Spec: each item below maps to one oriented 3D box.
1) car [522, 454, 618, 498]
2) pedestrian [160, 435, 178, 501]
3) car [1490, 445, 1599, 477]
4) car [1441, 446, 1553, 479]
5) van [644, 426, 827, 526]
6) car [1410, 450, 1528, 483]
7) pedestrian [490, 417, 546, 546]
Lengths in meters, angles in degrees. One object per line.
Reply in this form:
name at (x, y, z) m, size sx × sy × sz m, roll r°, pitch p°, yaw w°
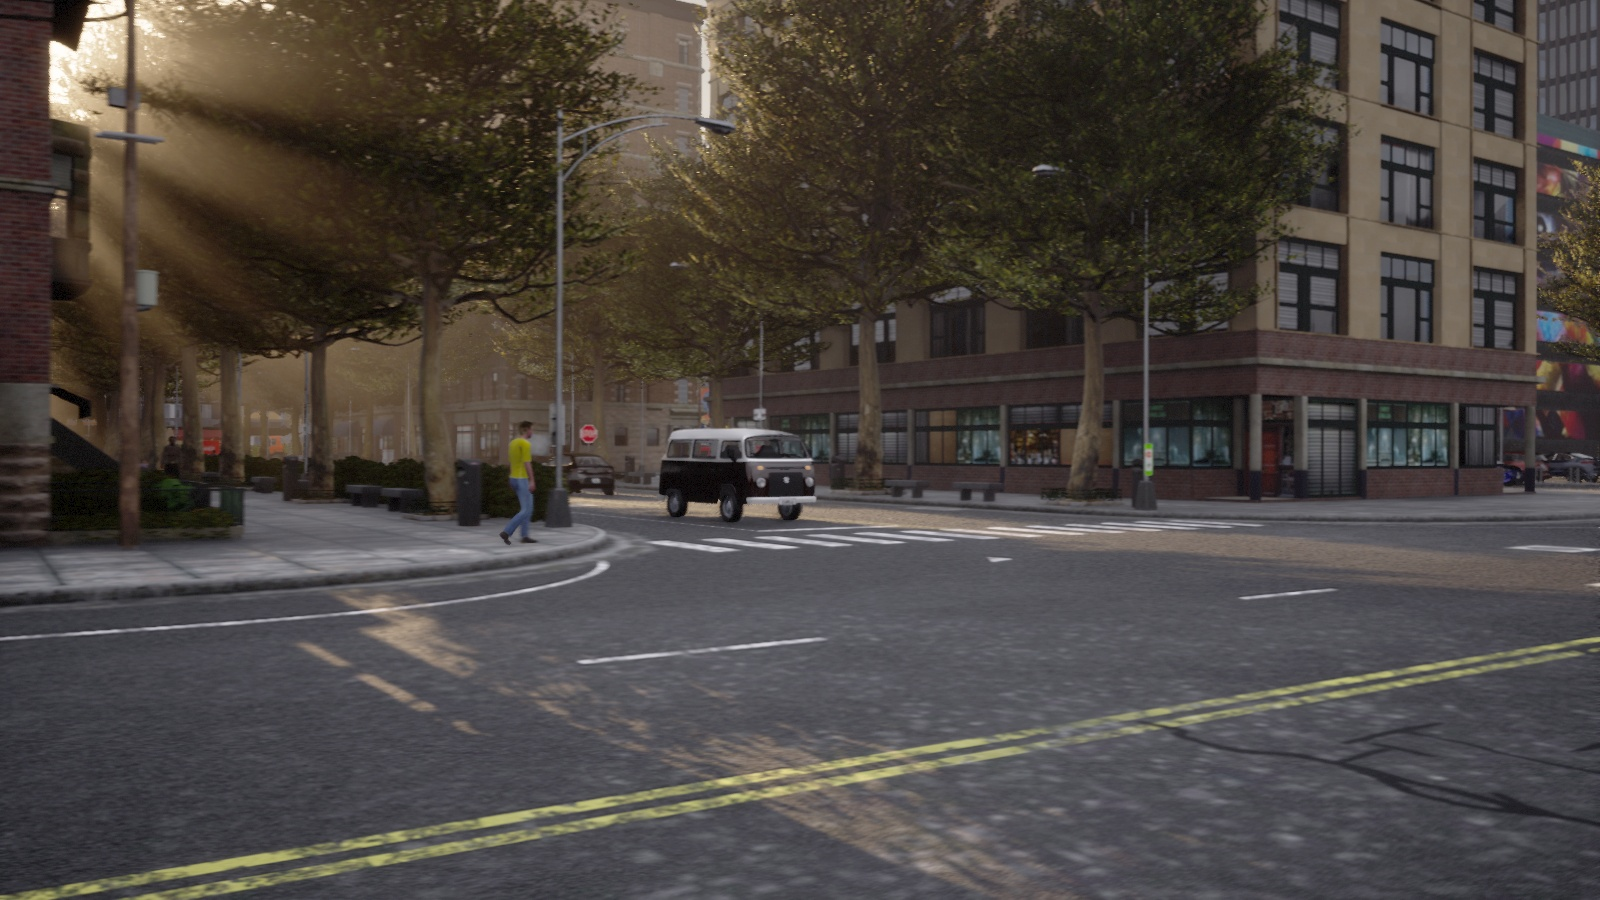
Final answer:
car at (-8.151, 0.867, 44.185) m, size 1.816 × 1.474 × 4.193 m, roll 0°, pitch 0°, yaw -34°
pedestrian at (-17.997, 0.514, 35.822) m, size 0.331 × 1.846 × 0.634 m, roll 0°, pitch 0°, yaw -39°
car at (40.096, 0.577, 67.276) m, size 2.152 × 1.651 × 5.027 m, roll 0°, pitch 0°, yaw -34°
car at (36.651, 0.648, 66.137) m, size 2.242 × 1.667 × 4.611 m, roll 0°, pitch 0°, yaw -34°
van at (-1.520, 0.529, 27.930) m, size 2.069 × 2.038 × 4.480 m, roll 0°, pitch 0°, yaw -33°
car at (31.589, 0.747, 59.387) m, size 2.007 × 1.525 × 4.514 m, roll 0°, pitch 0°, yaw -34°
pedestrian at (-4.097, 0.446, 18.250) m, size 0.706 × 1.836 × 0.354 m, roll 0°, pitch 0°, yaw -35°
